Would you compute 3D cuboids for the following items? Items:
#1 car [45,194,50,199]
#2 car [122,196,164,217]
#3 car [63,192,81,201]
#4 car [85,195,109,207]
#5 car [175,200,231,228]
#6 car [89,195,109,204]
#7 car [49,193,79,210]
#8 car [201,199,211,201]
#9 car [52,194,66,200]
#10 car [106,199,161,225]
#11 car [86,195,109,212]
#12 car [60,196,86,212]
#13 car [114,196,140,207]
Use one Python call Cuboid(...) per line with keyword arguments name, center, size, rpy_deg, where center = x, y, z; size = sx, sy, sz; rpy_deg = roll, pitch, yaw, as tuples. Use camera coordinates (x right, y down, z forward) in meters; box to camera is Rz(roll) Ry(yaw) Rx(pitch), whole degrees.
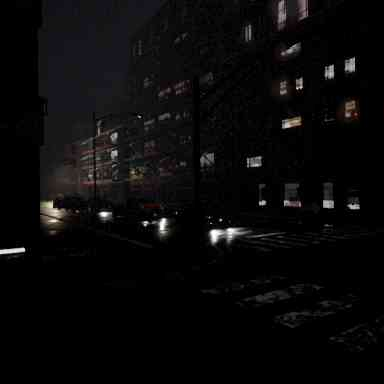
Cuboid(name="car", center=(-34.797, 1.075, 83.413), size=(1.752, 1.417, 4.829), rpy_deg=(-1, 1, -35))
Cuboid(name="car", center=(-4.277, 1.257, 28.848), size=(2.097, 1.767, 4.553), rpy_deg=(-1, 1, -35))
Cuboid(name="car", center=(-25.038, 0.935, 69.227), size=(2.192, 1.841, 5.009), rpy_deg=(-1, 1, -35))
Cuboid(name="car", center=(-13.821, 1.266, 48.271), size=(1.837, 1.490, 4.892), rpy_deg=(-1, 1, -34))
Cuboid(name="car", center=(0.618, 1.507, 21.743), size=(1.994, 1.385, 4.181), rpy_deg=(-1, 1, -34))
Cuboid(name="car", center=(-15.468, 1.216, 55.326), size=(1.752, 1.417, 4.829), rpy_deg=(-1, 1, -35))
Cuboid(name="car", center=(-15.829, 1.312, 41.072), size=(1.967, 1.590, 4.097), rpy_deg=(-1, 1, -35))
Cuboid(name="car", center=(0.820, 1.359, 31.844), size=(1.887, 1.381, 4.507), rpy_deg=(-1, 1, -35))
Cuboid(name="car", center=(-31.479, 1.124, 78.592), size=(2.008, 1.369, 4.403), rpy_deg=(-1, 1, -35))
Cuboid(name="car", center=(-4.373, 1.509, 24.201), size=(1.887, 1.381, 4.507), rpy_deg=(-1, 1, -35))
Cuboid(name="car", center=(-9.873, 1.425, 36.994), size=(1.994, 1.385, 4.181), rpy_deg=(-1, 1, -35))
Cuboid(name="car", center=(-12.607, 1.448, 36.392), size=(2.008, 1.369, 4.403), rpy_deg=(-1, 1, -35))
Cuboid(name="car", center=(-9.025, 1.266, 45.964), size=(1.752, 1.417, 4.829), rpy_deg=(-1, 1, -35))
